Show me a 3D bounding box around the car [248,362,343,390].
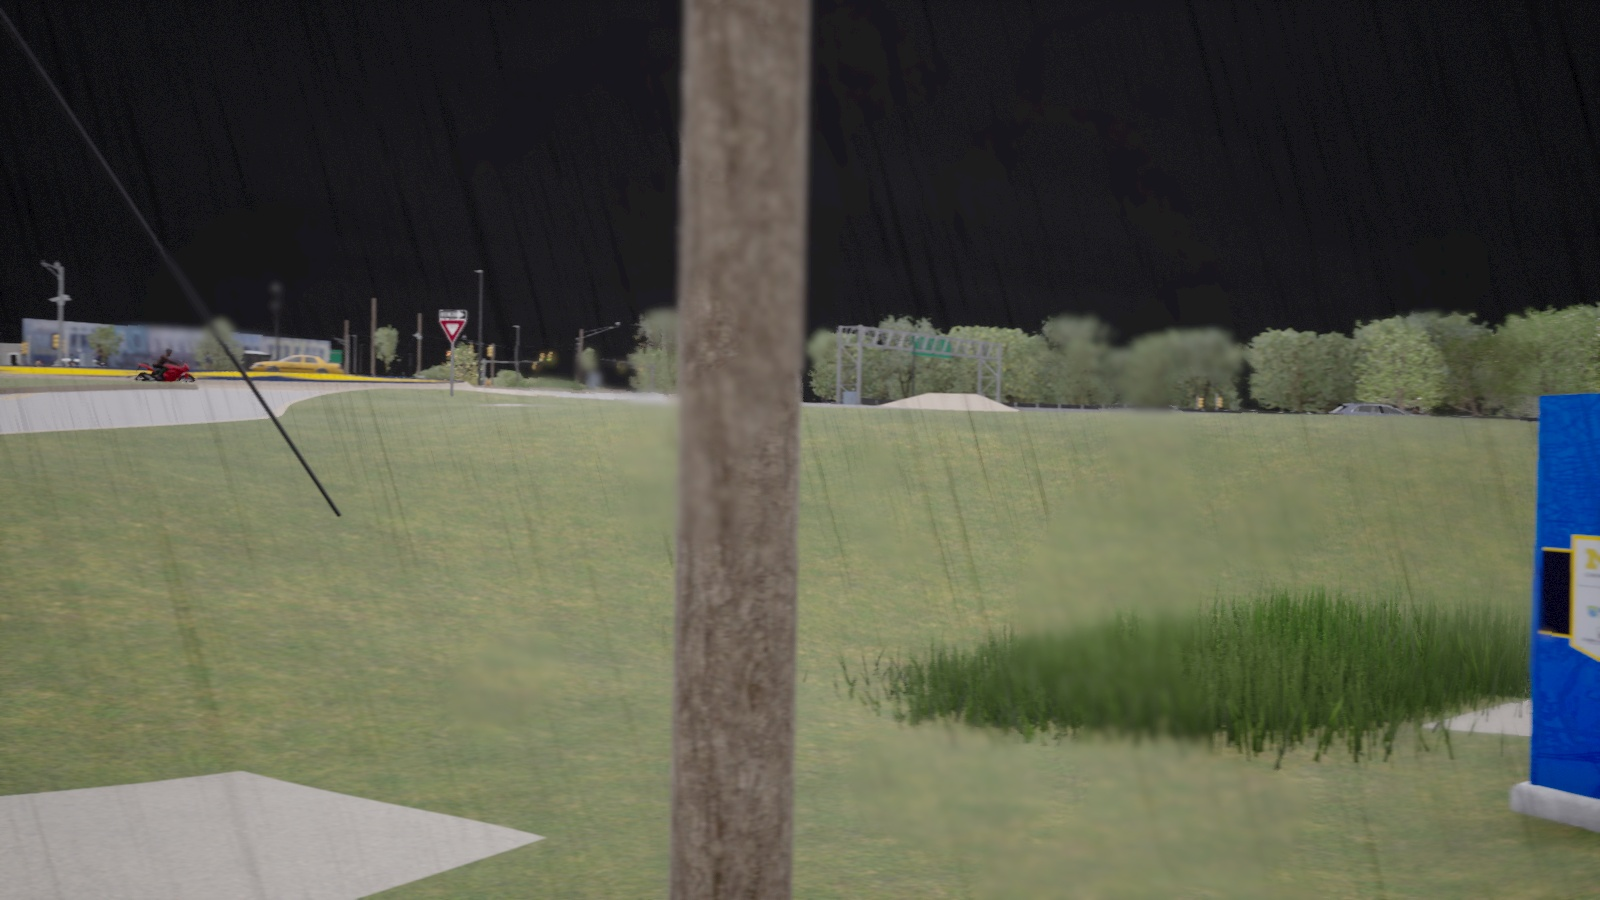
[{"bbox_3d":[-31.846,-4.647,79.333,5.366,1.575,1.801,0,2,-32],"label":"car"}]

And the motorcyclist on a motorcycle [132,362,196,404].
[{"bbox_3d":[-23.721,-2.486,46.858,2.044,1.523,0.797,0,3,-22],"label":"motorcyclist on a motorcycle"}]

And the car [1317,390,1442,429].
[{"bbox_3d":[27.070,-1.938,58.824,4.856,1.649,2.033,2,3,8],"label":"car"}]
